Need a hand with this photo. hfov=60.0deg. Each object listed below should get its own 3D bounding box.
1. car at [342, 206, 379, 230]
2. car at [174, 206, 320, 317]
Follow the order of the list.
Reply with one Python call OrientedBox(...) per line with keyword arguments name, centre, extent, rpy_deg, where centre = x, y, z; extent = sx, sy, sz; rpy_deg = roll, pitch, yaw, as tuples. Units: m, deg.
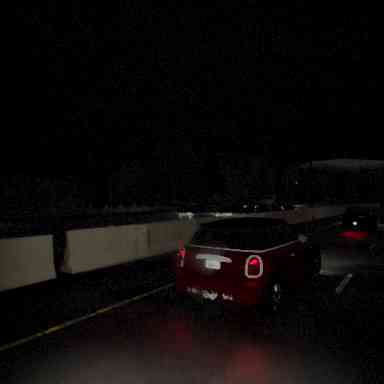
OrientedBox(name="car", centre=(11.897, 1.781, 23.541), extent=(1.837, 1.490, 4.892), rpy_deg=(0, -1, 34))
OrientedBox(name="car", centre=(1.566, 1.391, 7.961), extent=(2.097, 1.767, 4.553), rpy_deg=(0, -1, 34))
